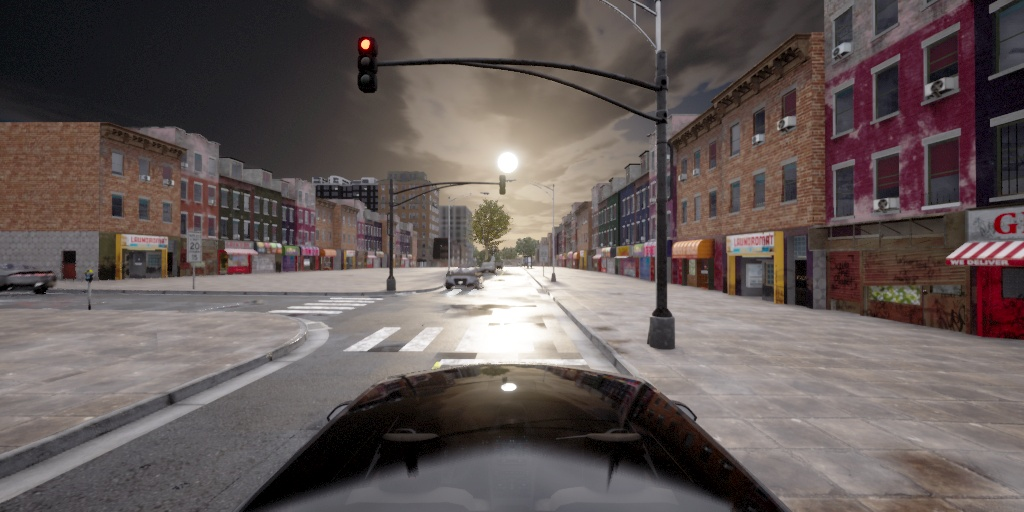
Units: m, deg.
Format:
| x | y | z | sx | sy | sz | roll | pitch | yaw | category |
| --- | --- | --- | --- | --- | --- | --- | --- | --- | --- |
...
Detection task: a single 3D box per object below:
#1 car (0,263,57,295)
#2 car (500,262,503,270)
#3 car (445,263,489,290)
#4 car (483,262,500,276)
| x | y | z | sx | sy | sz | roll | pitch | yaw | category |
| --- | --- | --- | --- | --- | --- | --- | --- | --- | --- |
| -23.458 | 1.032 | 15.947 | 4.902 | 1.511 | 2.128 | 1 | 0 | 0 | car |
| -2.503 | 1.739 | 62.245 | 1.895 | 1.301 | 4.718 | 0 | -1 | 0 | car |
| -2.913 | 1.376 | 22.977 | 1.994 | 1.385 | 4.181 | 0 | 0 | 3 | car |
| -2.687 | 1.431 | 41.113 | 1.837 | 1.490 | 4.892 | 0 | 0 | 0 | car |
